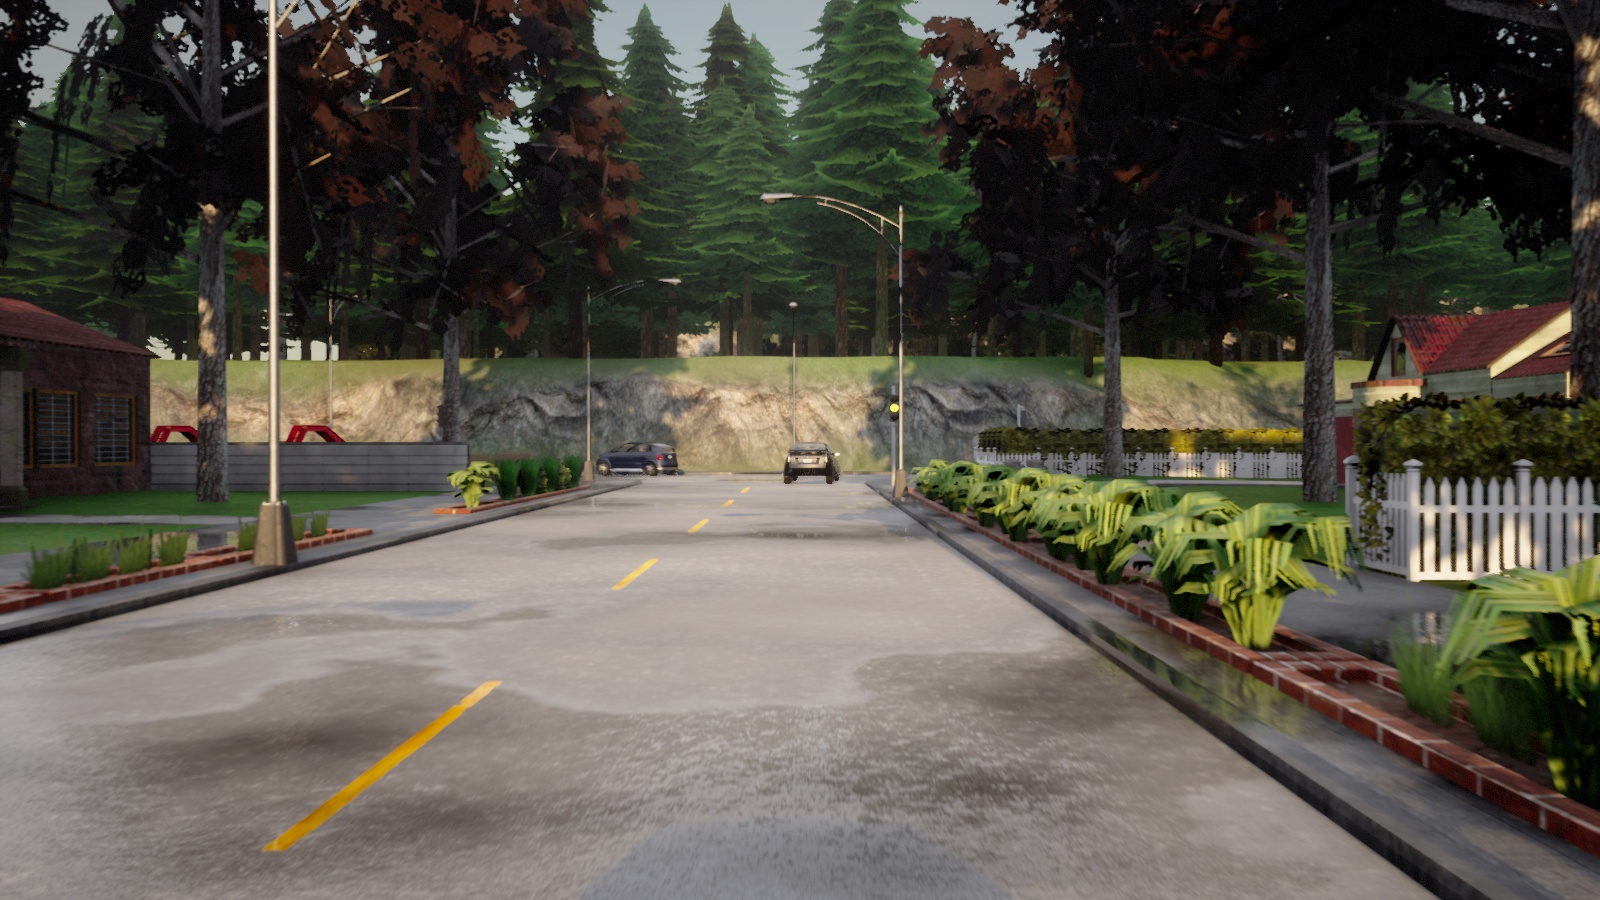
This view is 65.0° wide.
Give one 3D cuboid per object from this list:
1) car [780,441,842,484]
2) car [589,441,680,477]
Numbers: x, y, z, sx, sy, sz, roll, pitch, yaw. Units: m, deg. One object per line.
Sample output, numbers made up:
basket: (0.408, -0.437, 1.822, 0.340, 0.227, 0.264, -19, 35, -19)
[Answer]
car: (0.463, 0.428, 47.158, 2.007, 1.525, 4.514, 0, 0, 5)
car: (-7.447, 0.400, 56.526, 3.705, 1.549, 1.789, 0, 0, 25)
